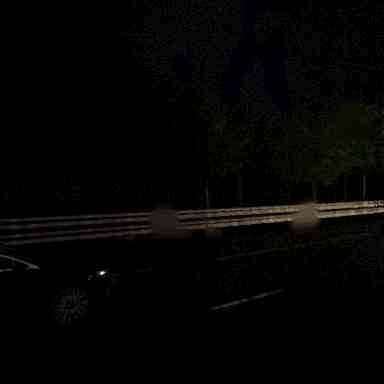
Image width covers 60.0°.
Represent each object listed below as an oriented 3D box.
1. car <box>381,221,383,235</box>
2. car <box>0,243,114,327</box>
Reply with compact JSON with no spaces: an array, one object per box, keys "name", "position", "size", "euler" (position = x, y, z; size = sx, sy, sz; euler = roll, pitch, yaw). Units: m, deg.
[{"name":"car","position":[10.823,1.427,15.767],"size":[4.181,1.385,1.994],"euler":[-1,0,-36]},{"name":"car","position":[-3.742,1.492,5.377],"size":[4.902,1.511,2.128],"euler":[-1,0,-36]}]
